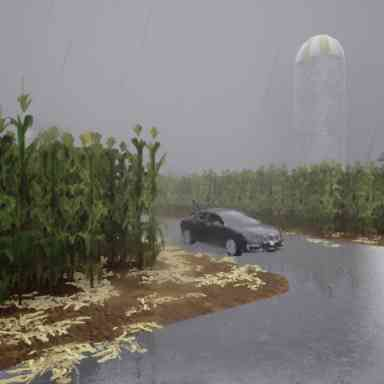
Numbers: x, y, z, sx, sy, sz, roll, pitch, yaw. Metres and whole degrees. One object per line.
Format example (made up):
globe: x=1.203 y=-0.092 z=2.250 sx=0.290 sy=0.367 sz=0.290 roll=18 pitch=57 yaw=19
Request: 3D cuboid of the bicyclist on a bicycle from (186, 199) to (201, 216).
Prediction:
bicyclist on a bicycle: x=0.228 y=1.413 z=26.031 sx=1.656 sy=1.620 sz=0.582 roll=1 pitch=0 yaw=-35

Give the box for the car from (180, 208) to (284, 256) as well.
car: x=1.308 y=1.414 z=12.765 sx=1.837 sy=1.490 sz=4.892 roll=1 pitch=0 yaw=-32
